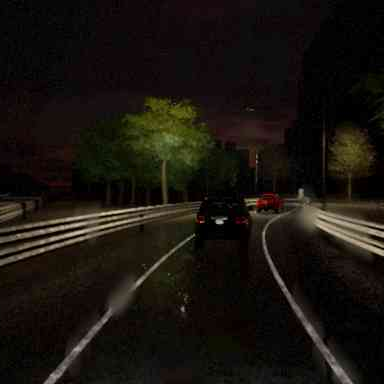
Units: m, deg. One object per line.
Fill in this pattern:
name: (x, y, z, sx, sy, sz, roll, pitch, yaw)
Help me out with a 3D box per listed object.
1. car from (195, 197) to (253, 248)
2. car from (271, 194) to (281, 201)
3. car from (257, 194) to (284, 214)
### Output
car: (1.564, 1.228, 15.232, 2.150, 2.045, 5.566, 0, 0, 11)
car: (22.663, 1.455, 89.726, 1.882, 1.535, 5.008, 0, 0, 4)
car: (8.723, 1.247, 36.852, 2.150, 2.045, 5.566, 0, 0, 23)
